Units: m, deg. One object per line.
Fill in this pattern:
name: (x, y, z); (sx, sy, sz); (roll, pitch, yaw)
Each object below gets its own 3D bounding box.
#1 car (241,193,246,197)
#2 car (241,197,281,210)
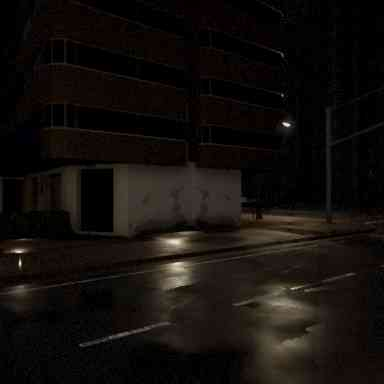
car: (6.212, 1.222, 51.975); (2.150, 2.045, 5.566); (0, 0, -36)
car: (8.843, 1.601, 42.042); (1.895, 1.301, 4.718); (0, 0, -36)
